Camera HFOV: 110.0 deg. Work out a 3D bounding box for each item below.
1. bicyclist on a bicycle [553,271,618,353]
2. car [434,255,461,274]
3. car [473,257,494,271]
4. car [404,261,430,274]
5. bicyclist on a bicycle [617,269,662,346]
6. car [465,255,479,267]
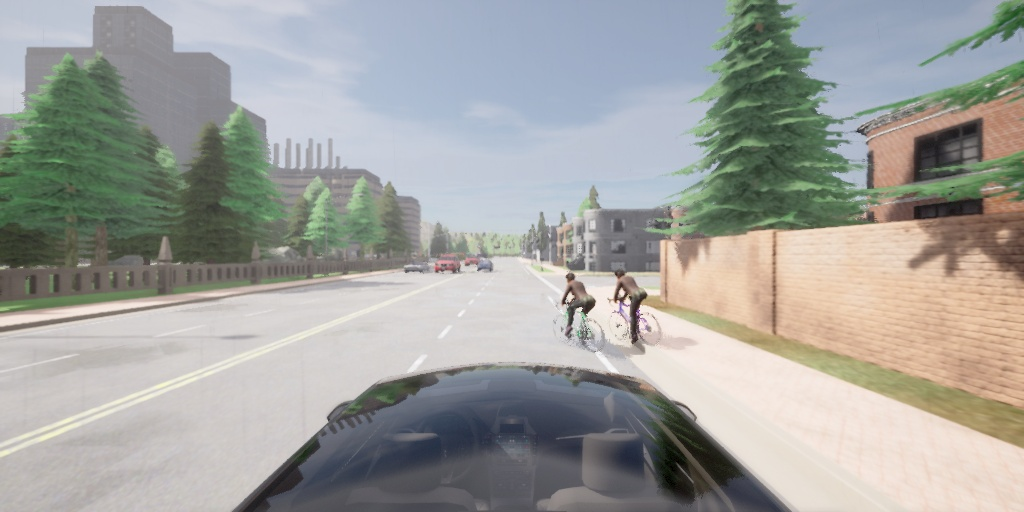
[{"bbox_3d":[1.373,1.184,7.698,0.582,1.620,1.656,0,-2,-31],"label":"bicyclist on a bicycle"},{"bbox_3d":[-7.040,0.890,39.675,2.150,2.045,5.566,0,0,0],"label":"car"},{"bbox_3d":[-3.338,1.205,45.703,2.033,1.411,5.357,0,0,0],"label":"car"},{"bbox_3d":[-10.539,1.266,39.959,1.895,1.301,4.718,0,0,0],"label":"car"},{"bbox_3d":[2.564,1.102,7.837,0.582,1.620,1.656,-6,-4,-23],"label":"bicyclist on a bicycle"},{"bbox_3d":[-6.919,0.847,63.252,2.150,2.045,5.566,0,0,0],"label":"car"}]
